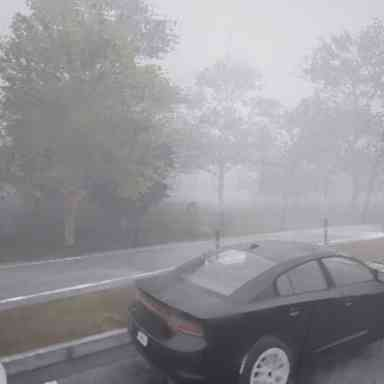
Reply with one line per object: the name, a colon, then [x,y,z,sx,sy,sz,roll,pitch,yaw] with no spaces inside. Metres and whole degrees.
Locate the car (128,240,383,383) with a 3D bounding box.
car: [1.566,1.482,5.019,5.008,1.535,2.097,0,1,-31]
